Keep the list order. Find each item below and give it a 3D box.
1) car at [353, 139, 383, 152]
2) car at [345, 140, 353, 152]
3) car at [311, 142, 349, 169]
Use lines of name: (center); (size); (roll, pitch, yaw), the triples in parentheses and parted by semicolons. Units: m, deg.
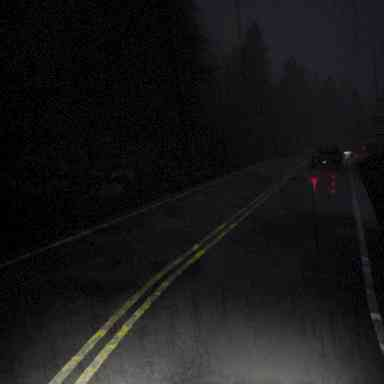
car: (20.573, -5.323, 38.036); (4.674, 1.442, 1.812); (-11, 11, -41)
car: (20.414, -5.936, 42.365); (5.357, 1.411, 2.033); (-9, 10, -36)
car: (9.590, -2.521, 23.452); (2.128, 1.511, 4.902); (4, 11, 26)
